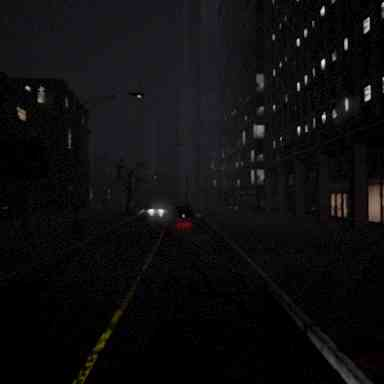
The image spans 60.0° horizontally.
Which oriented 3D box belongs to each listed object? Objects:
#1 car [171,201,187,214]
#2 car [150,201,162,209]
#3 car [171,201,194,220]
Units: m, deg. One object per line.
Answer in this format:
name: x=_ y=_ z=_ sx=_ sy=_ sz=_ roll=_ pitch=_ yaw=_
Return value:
car: x=-1.756 y=1.914 z=42.775 sx=1.812 sy=1.442 sz=4.674 roll=0 pitch=0 yaw=-5
car: x=-5.653 y=2.072 z=53.031 sx=1.895 sy=1.301 sz=4.718 roll=0 pitch=-1 yaw=-6
car: x=-0.865 y=1.789 z=30.712 sx=1.837 sy=1.490 sz=4.892 roll=0 pitch=0 yaw=-3
